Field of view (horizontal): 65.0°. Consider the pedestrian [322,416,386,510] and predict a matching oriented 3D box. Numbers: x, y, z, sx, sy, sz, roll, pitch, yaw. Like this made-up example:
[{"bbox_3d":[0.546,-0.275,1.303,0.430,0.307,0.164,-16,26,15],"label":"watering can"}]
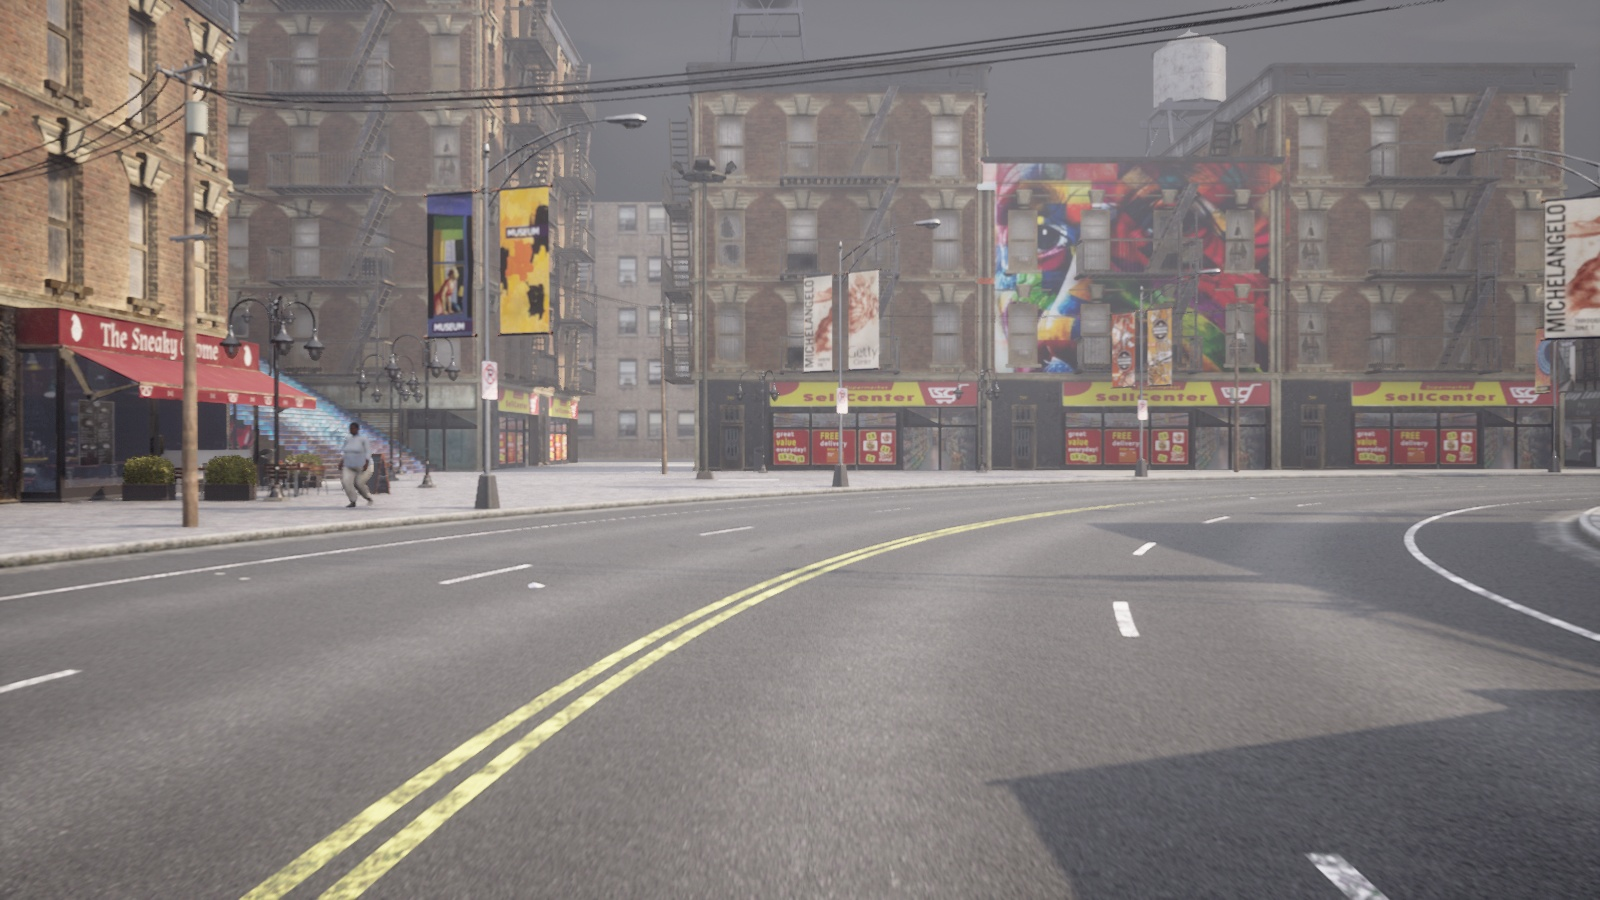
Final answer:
[{"bbox_3d":[-9.071,0.254,25.560,0.874,1.855,0.900,0,0,17],"label":"pedestrian"}]
